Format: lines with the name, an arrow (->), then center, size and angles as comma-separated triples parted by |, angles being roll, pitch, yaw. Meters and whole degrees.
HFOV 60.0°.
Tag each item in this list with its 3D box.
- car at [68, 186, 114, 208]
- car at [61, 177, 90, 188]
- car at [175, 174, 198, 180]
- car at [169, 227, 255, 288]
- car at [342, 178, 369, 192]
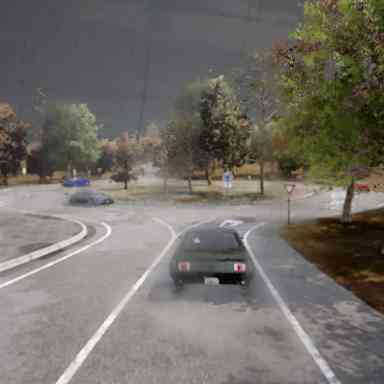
car -> -8.890, 0.514, 29.140 | 4.181, 1.385, 1.994 | 3, 6, 30
car -> -17.463, -1.472, 49.915 | 1.882, 1.535, 5.008 | 1, 5, 20
car -> -1.234, -3.068, 68.782 | 4.718, 1.301, 1.895 | 3, 6, 31
car -> 0.549, 1.649, 9.454 | 1.895, 1.301, 4.718 | 0, 0, 3
car -> 21.024, -1.044, 42.847 | 2.097, 1.767, 4.553 | 0, 5, 8
